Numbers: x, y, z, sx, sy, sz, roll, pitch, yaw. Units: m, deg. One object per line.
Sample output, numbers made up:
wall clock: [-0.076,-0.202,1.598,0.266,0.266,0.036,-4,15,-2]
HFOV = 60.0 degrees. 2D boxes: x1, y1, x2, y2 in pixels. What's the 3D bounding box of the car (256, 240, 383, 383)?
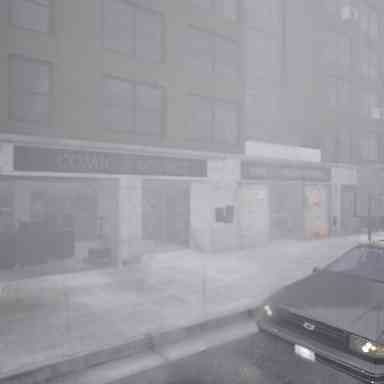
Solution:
car: [3.537,1.571,5.576,5.357,1.411,2.033,0,0,-35]
